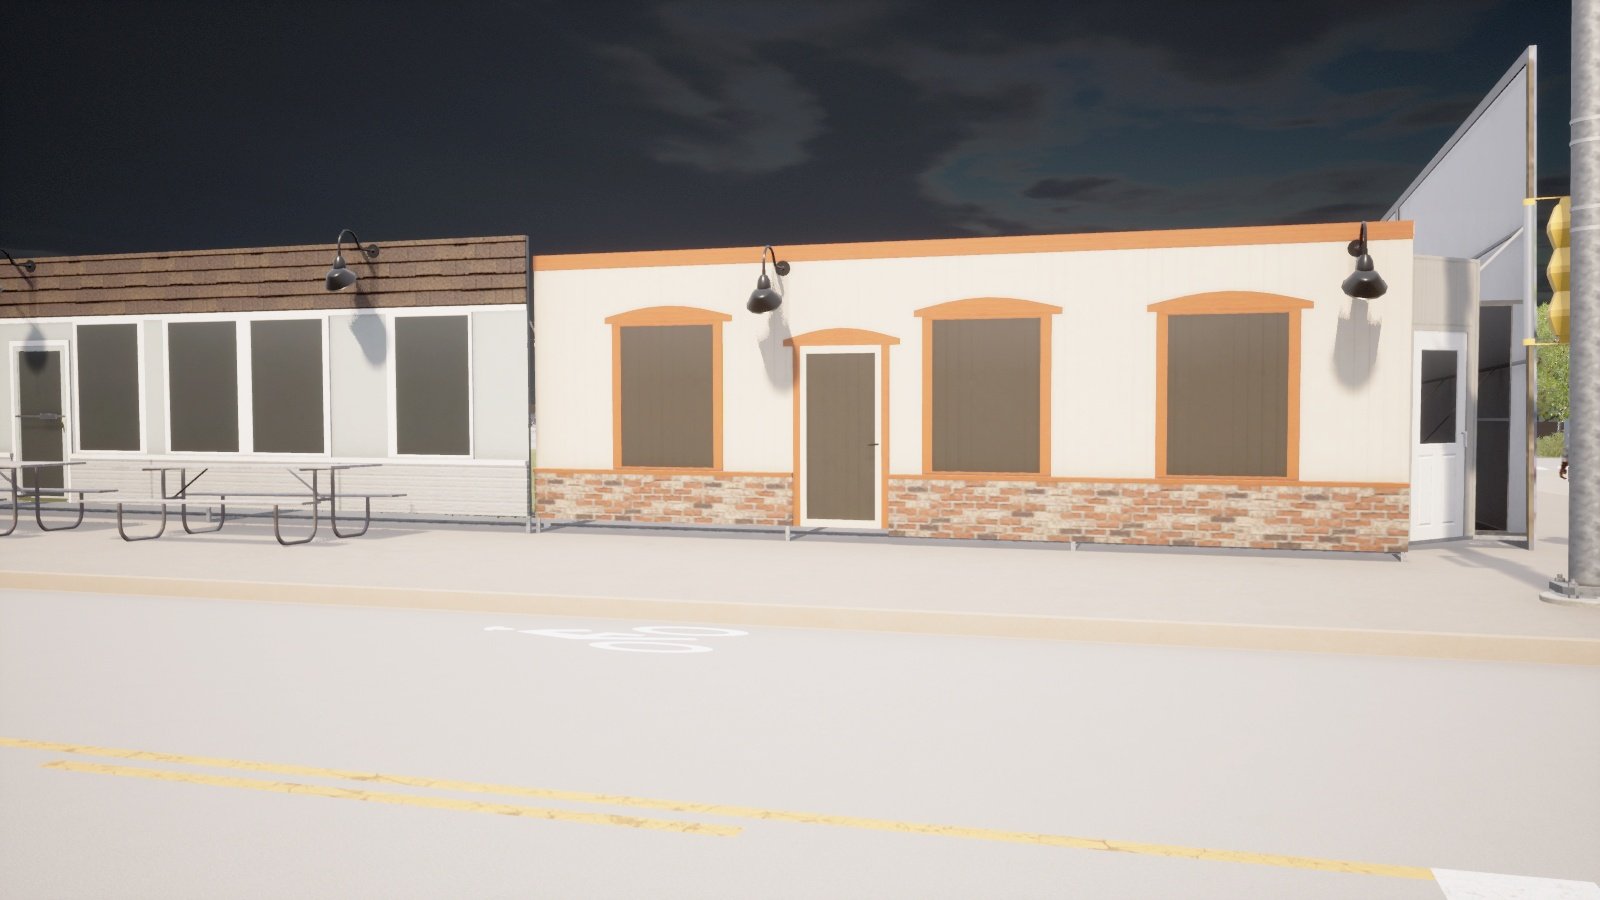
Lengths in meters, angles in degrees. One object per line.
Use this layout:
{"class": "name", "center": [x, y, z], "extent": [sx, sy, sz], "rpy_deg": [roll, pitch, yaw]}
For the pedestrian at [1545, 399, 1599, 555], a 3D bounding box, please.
{"class": "pedestrian", "center": [9.769, 0.317, 15.406], "extent": [0.874, 1.855, 0.900], "rpy_deg": [0, 1, 16]}
